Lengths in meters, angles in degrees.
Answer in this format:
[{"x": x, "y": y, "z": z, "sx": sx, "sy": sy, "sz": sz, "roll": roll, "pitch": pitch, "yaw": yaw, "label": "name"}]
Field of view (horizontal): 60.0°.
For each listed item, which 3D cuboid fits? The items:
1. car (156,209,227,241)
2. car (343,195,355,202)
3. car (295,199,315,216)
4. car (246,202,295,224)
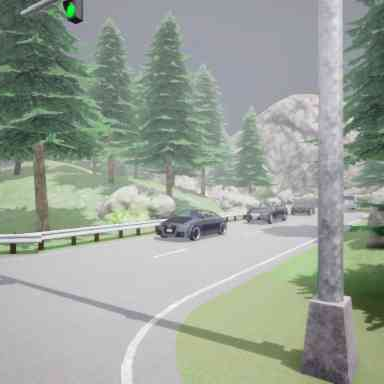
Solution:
[{"x": 0.095, "y": 1.582, "z": 16.893, "sx": 1.994, "sy": 1.385, "sz": 4.181, "roll": 0, "pitch": 0, "yaw": 34, "label": "car"}, {"x": 18.741, "y": 1.334, "z": 42.139, "sx": 2.150, "sy": 2.045, "sz": 5.566, "roll": 3, "pitch": 0, "yaw": 4, "label": "car"}, {"x": 11.301, "y": 1.524, "z": 33.653, "sx": 1.837, "sy": 1.490, "sz": 4.892, "roll": 0, "pitch": 0, "yaw": 27, "label": "car"}, {"x": 5.729, "y": 1.510, "z": 25.088, "sx": 2.128, "sy": 1.511, "sz": 4.902, "roll": 0, "pitch": 0, "yaw": 35, "label": "car"}]
